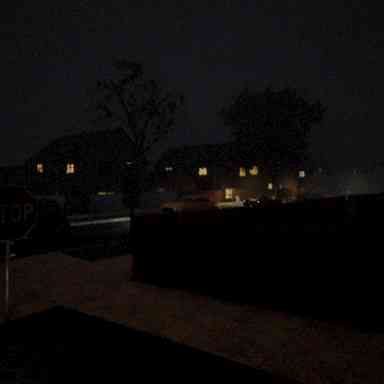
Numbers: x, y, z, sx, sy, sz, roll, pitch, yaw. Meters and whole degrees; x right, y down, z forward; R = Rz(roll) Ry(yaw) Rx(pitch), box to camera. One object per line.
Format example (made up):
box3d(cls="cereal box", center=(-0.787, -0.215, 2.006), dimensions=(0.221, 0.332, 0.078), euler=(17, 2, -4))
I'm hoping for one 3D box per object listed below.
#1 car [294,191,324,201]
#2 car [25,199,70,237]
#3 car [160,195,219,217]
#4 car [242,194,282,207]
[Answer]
box3d(cls="car", center=(14.350, 0.582, 40.422), dimensions=(2.033, 1.411, 5.357), euler=(2, 2, 41))
box3d(cls="car", center=(-7.620, 1.133, 14.109), dimensions=(2.097, 1.767, 4.553), euler=(1, 2, 36))
box3d(cls="car", center=(-0.071, 0.990, 23.534), dimensions=(1.882, 1.535, 5.008), euler=(2, 2, 40))
box3d(cls="car", center=(6.706, 0.883, 31.501), dimensions=(1.895, 1.301, 4.718), euler=(2, 2, 40))
